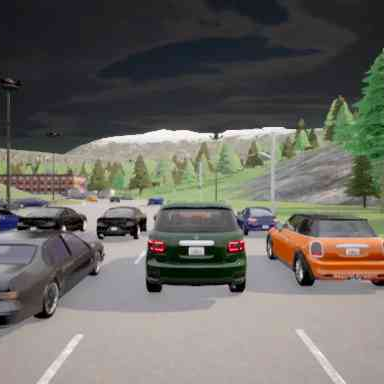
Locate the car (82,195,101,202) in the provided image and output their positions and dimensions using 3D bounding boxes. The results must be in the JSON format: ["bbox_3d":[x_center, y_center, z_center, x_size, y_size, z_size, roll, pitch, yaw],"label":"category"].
[{"bbox_3d":[-23.077,1.447,76.170,1.882,1.535,5.008,0,0,-30],"label":"car"}]

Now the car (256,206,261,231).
[{"bbox_3d":[3.528,1.518,18.399,1.812,1.442,4.674,0,0,-1],"label":"car"}]

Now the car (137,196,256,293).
[{"bbox_3d":[0.082,1.218,9.012,2.150,2.045,5.566,0,0,0],"label":"car"}]

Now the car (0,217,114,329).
[{"bbox_3d":[-3.413,1.544,7.287,2.033,1.411,5.357,0,0,-1],"label":"car"}]

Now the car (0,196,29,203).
[{"bbox_3d":[-21.905,1.476,37.932,4.902,1.511,2.128,0,0,-3],"label":"car"}]

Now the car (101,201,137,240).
[{"bbox_3d":[-3.452,1.471,17.113,1.882,1.535,5.008,0,0,0],"label":"car"}]

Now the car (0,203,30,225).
[{"bbox_3d":[-10.453,1.519,17.326,1.812,1.442,4.674,0,0,-1],"label":"car"}]

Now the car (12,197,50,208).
[{"bbox_3d":[-23.496,1.506,48.537,4.674,1.442,1.812,0,0,-4],"label":"car"}]

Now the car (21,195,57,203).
[{"bbox_3d":[-21.365,1.507,45.177,4.674,1.442,1.812,0,0,-7],"label":"car"}]

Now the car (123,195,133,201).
[{"bbox_3d":[-17.379,1.505,86.601,2.033,1.411,5.357,0,0,-37],"label":"car"}]

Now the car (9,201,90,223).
[{"bbox_3d":[-6.958,1.471,17.123,1.882,1.535,5.008,0,0,1],"label":"car"}]

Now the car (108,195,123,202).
[{"bbox_3d":[-16.484,1.476,69.916,1.837,1.490,4.892,0,0,-23],"label":"car"}]

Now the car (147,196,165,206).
[{"bbox_3d":[-5.815,1.455,54.415,1.882,1.535,5.008,1,0,8],"label":"car"}]

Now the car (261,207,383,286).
[{"bbox_3d":[3.581,1.348,9.543,2.097,1.767,4.553,0,0,0],"label":"car"}]

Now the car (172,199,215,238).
[{"bbox_3d":[0.022,1.344,18.575,2.097,1.767,4.553,0,0,-1],"label":"car"}]
